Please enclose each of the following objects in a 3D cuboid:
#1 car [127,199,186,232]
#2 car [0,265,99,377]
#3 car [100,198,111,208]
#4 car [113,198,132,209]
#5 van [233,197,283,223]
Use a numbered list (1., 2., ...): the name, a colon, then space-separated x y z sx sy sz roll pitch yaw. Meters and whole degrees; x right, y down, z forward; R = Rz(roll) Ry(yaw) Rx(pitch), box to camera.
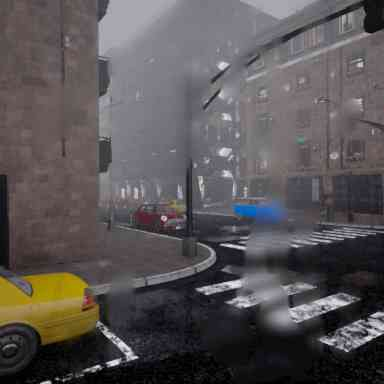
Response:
1. car: -1.928 1.440 19.972 1.967 1.590 4.097 0 0 -36
2. car: -3.634 1.525 3.972 4.829 1.417 1.752 0 0 -36
3. car: -11.766 1.463 47.787 1.887 1.381 4.507 -1 0 -36
4. car: -8.440 1.463 43.206 1.887 1.381 4.507 -1 0 -36
5. van: 4.864 1.280 24.880 1.690 1.788 3.998 0 0 -36
